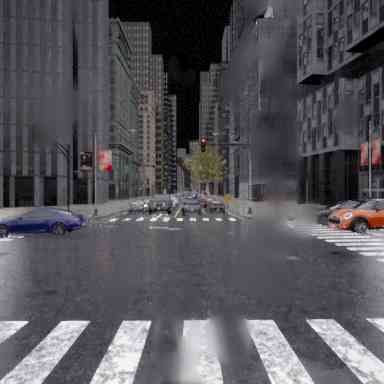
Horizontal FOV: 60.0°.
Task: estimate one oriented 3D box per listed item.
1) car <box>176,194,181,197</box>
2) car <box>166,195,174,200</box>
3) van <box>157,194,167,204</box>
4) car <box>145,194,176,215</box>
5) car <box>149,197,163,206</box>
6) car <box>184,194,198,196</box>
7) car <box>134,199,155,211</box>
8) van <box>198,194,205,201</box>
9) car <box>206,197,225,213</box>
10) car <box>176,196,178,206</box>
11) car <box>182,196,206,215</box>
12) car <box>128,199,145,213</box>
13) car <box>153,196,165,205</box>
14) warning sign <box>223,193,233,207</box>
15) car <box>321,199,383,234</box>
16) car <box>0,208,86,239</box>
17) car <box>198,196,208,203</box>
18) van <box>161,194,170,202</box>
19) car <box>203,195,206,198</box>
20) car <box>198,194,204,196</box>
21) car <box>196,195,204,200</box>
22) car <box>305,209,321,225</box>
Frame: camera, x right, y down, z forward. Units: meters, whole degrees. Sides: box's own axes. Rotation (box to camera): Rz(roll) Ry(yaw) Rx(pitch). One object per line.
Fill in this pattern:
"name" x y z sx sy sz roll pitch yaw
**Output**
"car" -3.293 1.538 54.640 1.812 1.442 4.674 0 0 0
"car" -6.220 1.624 93.789 1.802 1.307 4.206 0 0 0
"van" -6.050 1.360 66.724 1.690 1.788 3.998 0 0 0
"car" -3.178 1.226 34.646 2.150 2.045 5.566 0 0 0
"car" -5.981 1.579 55.898 1.947 1.339 4.313 0 0 0
"car" -0.278 1.544 65.551 1.812 1.442 4.674 0 0 0
"car" -5.889 1.557 41.326 2.008 1.369 4.403 0 0 0
"van" 2.368 1.373 83.745 1.690 1.788 3.998 0 0 0
"car" 2.667 1.556 36.385 2.008 1.369 4.403 0 0 0
"car" -3.241 1.609 44.598 1.895 1.301 4.718 0 0 0
"car" -0.018 1.496 33.769 2.128 1.511 4.902 0 0 0
"car" -5.858 1.556 36.334 2.008 1.369 4.403 0 0 0
"car" -6.014 1.541 61.141 1.752 1.417 4.829 0 0 0
"warning sign" 4.918 1.123 45.475 1.300 1.860 1.060 0 0 0
"car" 9.584 1.153 17.440 4.553 1.767 2.097 -1 0 -3
"car" -8.025 1.584 17.606 4.674 1.442 1.812 -2 1 0
"car" 2.435 1.589 73.168 1.947 1.339 4.313 0 0 0
"van" -6.118 1.368 77.551 1.690 1.788 3.998 0 0 0
"car" 2.598 1.553 47.273 1.887 1.381 4.507 0 0 0
"car" 2.502 1.567 62.589 2.008 1.369 4.403 0 0 0
"car" 2.302 1.593 94.323 2.008 1.369 4.403 0 0 0
"car" 9.514 1.322 20.921 4.674 1.442 1.812 -1 0 0
